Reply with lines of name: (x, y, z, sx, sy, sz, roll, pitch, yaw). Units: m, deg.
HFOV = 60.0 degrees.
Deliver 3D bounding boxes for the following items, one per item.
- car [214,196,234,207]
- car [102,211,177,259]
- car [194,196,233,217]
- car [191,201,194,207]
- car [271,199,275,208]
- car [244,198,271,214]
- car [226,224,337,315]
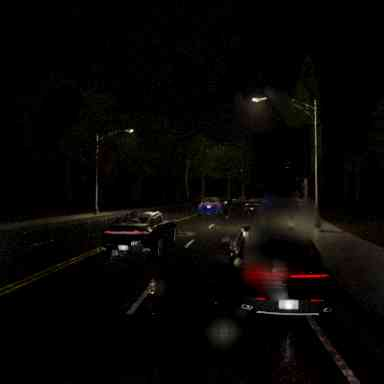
car: (4.866, 1.389, 49.957, 1.837, 1.490, 4.892, -1, 0, 19)
car: (-1.791, 1.484, 12.682, 2.128, 1.511, 4.902, 0, 0, 8)
car: (2.040, 1.277, 30.289, 2.097, 1.767, 4.553, 0, 0, 16)
car: (1.421, 1.518, 49.936, 1.895, 1.301, 4.718, -1, 0, 19)
car: (9.645, 1.403, 43.550, 1.994, 1.385, 4.181, -1, 0, 19)
car: (6.500, 1.368, 34.036, 2.128, 1.511, 4.902, -1, 0, 19)
car: (1.764, 1.497, 7.591, 1.837, 1.490, 4.892, 0, 0, 6)
